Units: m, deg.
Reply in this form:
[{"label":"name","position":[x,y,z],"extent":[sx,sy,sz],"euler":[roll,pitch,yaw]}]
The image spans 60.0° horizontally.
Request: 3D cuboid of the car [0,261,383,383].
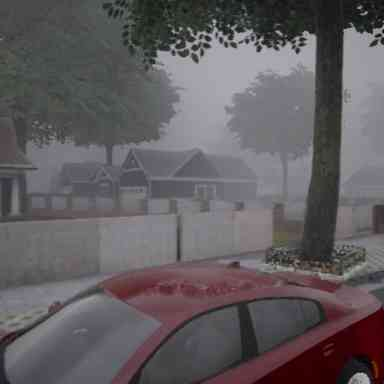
[{"label":"car","position":[-0.249,1.476,2.892],"extent":[5.008,1.535,1.882],"euler":[0,0,-35]}]
